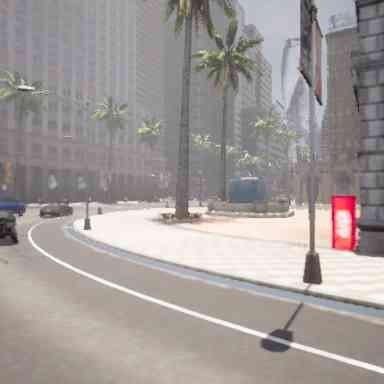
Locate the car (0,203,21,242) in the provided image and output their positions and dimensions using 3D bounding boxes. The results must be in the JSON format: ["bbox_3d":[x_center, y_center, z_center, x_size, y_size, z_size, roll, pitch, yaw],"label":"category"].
[{"bbox_3d":[-9.678,1.540,16.360,1.882,1.535,5.008,0,0,-29],"label":"car"}]

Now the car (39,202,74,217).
[{"bbox_3d":[-13.389,1.707,33.179,1.994,1.385,4.181,0,0,3],"label":"car"}]

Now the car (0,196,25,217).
[{"bbox_3d":[-17.041,1.334,29.634,2.150,2.045,5.566,0,0,-3],"label":"car"}]
